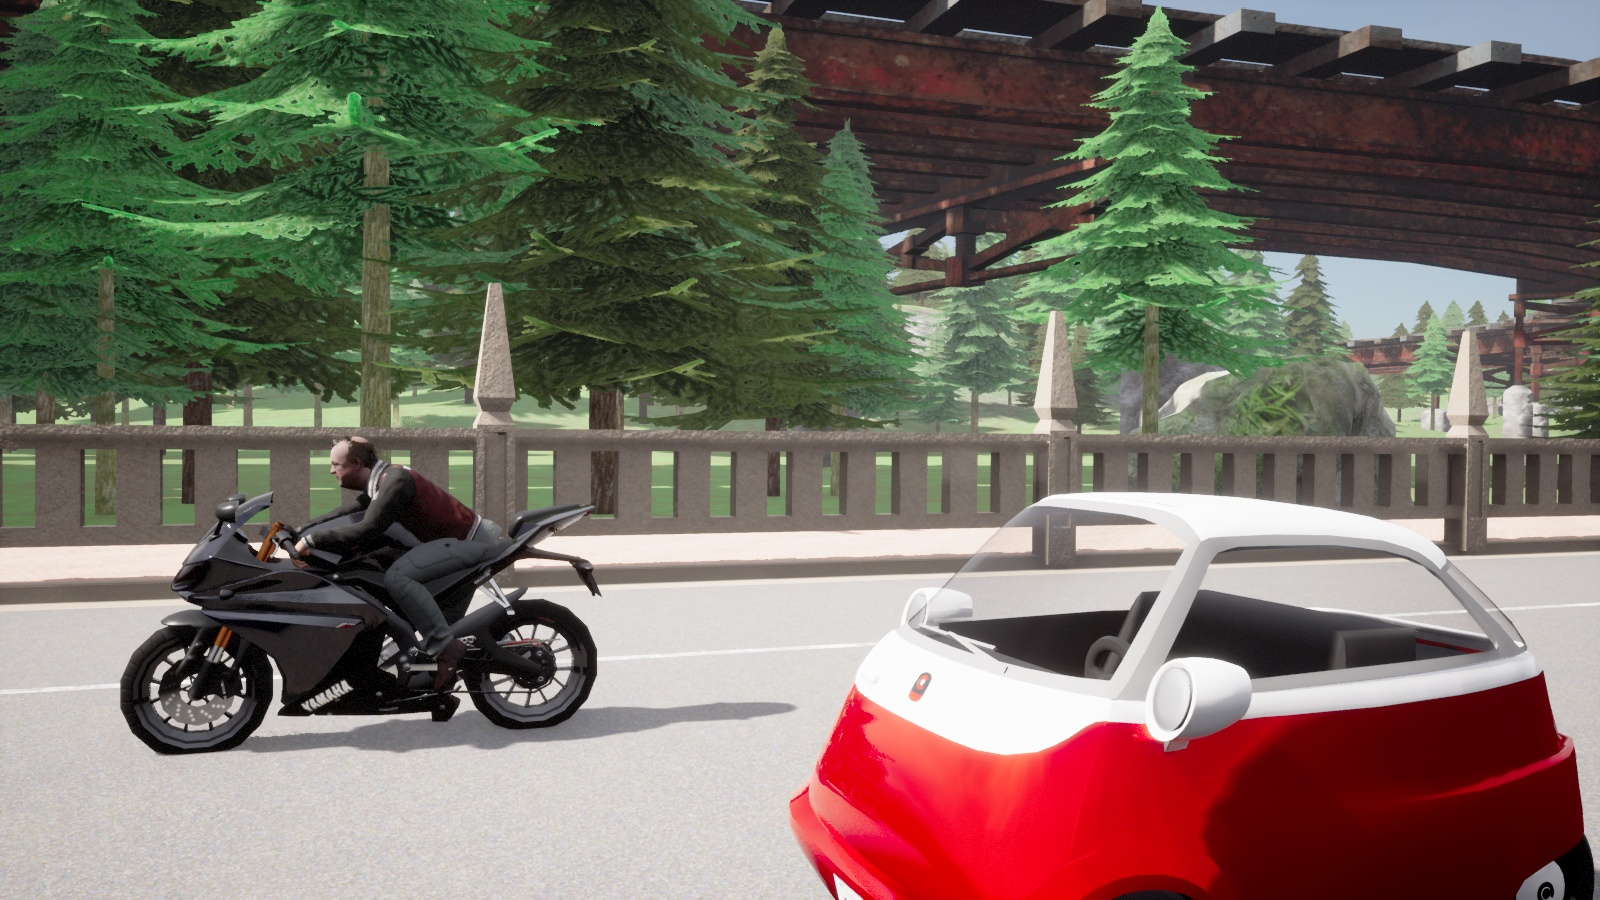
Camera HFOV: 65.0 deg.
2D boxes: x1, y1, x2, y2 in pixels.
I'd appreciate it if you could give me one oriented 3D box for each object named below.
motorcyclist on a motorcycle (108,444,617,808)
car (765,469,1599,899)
[{"bbox_3d":[-2.089,0.755,6.190,2.191,1.530,0.866,-1,1,-21],"label":"motorcyclist on a motorcycle"},{"bbox_3d":[1.187,0.780,3.690,2.207,1.376,1.481,-1,1,-21],"label":"car"}]
